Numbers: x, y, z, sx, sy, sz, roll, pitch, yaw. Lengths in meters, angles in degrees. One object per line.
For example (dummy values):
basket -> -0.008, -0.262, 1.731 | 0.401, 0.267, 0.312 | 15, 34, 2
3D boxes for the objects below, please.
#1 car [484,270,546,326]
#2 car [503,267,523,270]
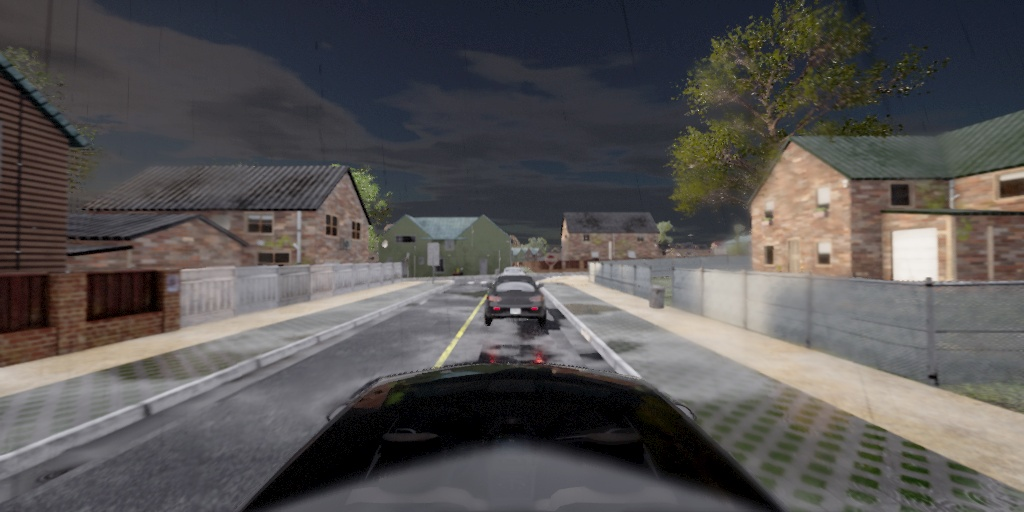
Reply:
car -> 0.100, 1.361, 12.015 | 1.812, 1.442, 4.674 | 0, -1, 0
car -> 0.067, 1.466, 24.382 | 1.812, 1.442, 4.674 | 0, -1, -1
